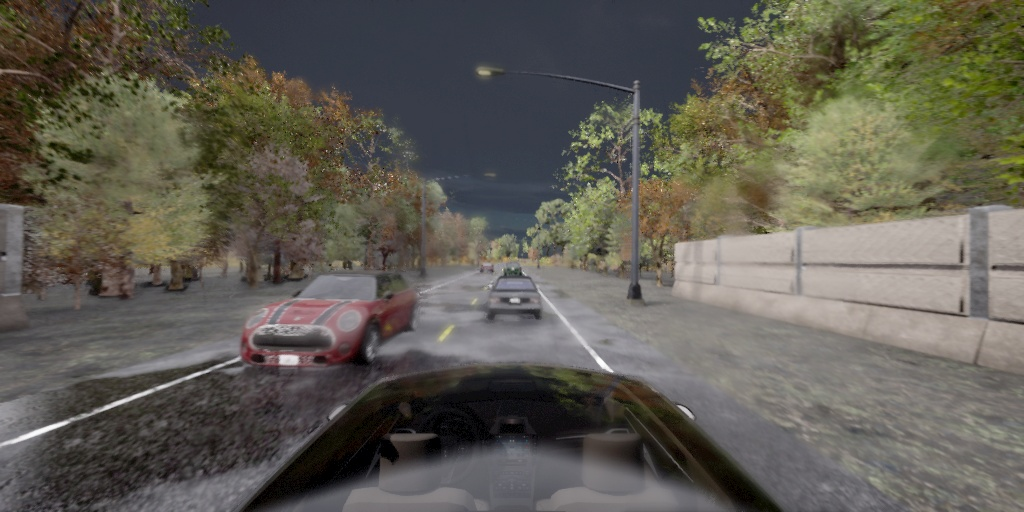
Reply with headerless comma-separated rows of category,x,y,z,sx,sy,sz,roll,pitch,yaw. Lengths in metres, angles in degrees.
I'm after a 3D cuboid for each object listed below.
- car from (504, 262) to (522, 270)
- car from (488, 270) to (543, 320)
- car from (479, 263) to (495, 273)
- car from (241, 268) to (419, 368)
car,0.093,1.494,42.136,2.097,1.767,4.553,1,-1,0
car,0.098,1.427,13.348,2.033,1.411,5.357,1,-1,0
car,-3.582,1.708,52.383,1.812,1.442,4.674,1,-1,0
car,-3.590,1.121,8.039,2.097,1.767,4.553,2,-1,0
